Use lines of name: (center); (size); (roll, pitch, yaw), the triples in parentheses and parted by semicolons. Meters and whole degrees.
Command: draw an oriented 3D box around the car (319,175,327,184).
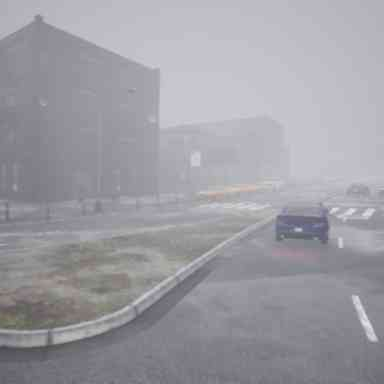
car: (26.592, -2.623, 71.330); (2.435, 2.045, 5.566); (1, 4, 33)

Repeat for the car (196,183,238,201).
car: (2.352, 0.010, 34.126); (1.946, 1.575, 5.366); (1, 4, 33)

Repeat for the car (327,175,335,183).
car: (31.681, -2.876, 79.258); (2.231, 1.521, 4.892); (1, 4, 34)

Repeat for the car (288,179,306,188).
car: (17.561, -1.455, 57.474); (2.163, 1.488, 4.792); (1, 4, 33)

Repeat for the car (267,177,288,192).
car: (11.543, -1.143, 48.212); (2.435, 2.045, 5.566); (1, 4, 33)

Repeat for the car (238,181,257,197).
car: (5.370, -0.289, 38.742); (1.946, 1.575, 5.366); (1, 4, 33)

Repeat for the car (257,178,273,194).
car: (8.380, -0.585, 43.365); (1.946, 1.575, 5.366); (1, 4, 33)

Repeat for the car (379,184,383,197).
car: (21.387, -0.273, 35.876); (1.812, 1.442, 4.674); (1, 4, 34)

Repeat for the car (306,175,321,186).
car: (23.605, -2.077, 66.749); (2.231, 1.521, 4.892); (1, 4, 33)

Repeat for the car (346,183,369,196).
car: (19.175, -0.337, 38.414); (1.994, 1.385, 4.181); (1, 4, 33)

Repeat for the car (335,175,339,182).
car: (35.472, -3.248, 84.978); (1.946, 1.575, 5.366); (1, 4, 33)

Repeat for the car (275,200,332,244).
car: (4.801, 1.086, 14.118); (1.882, 1.535, 5.008); (1, 3, 24)
